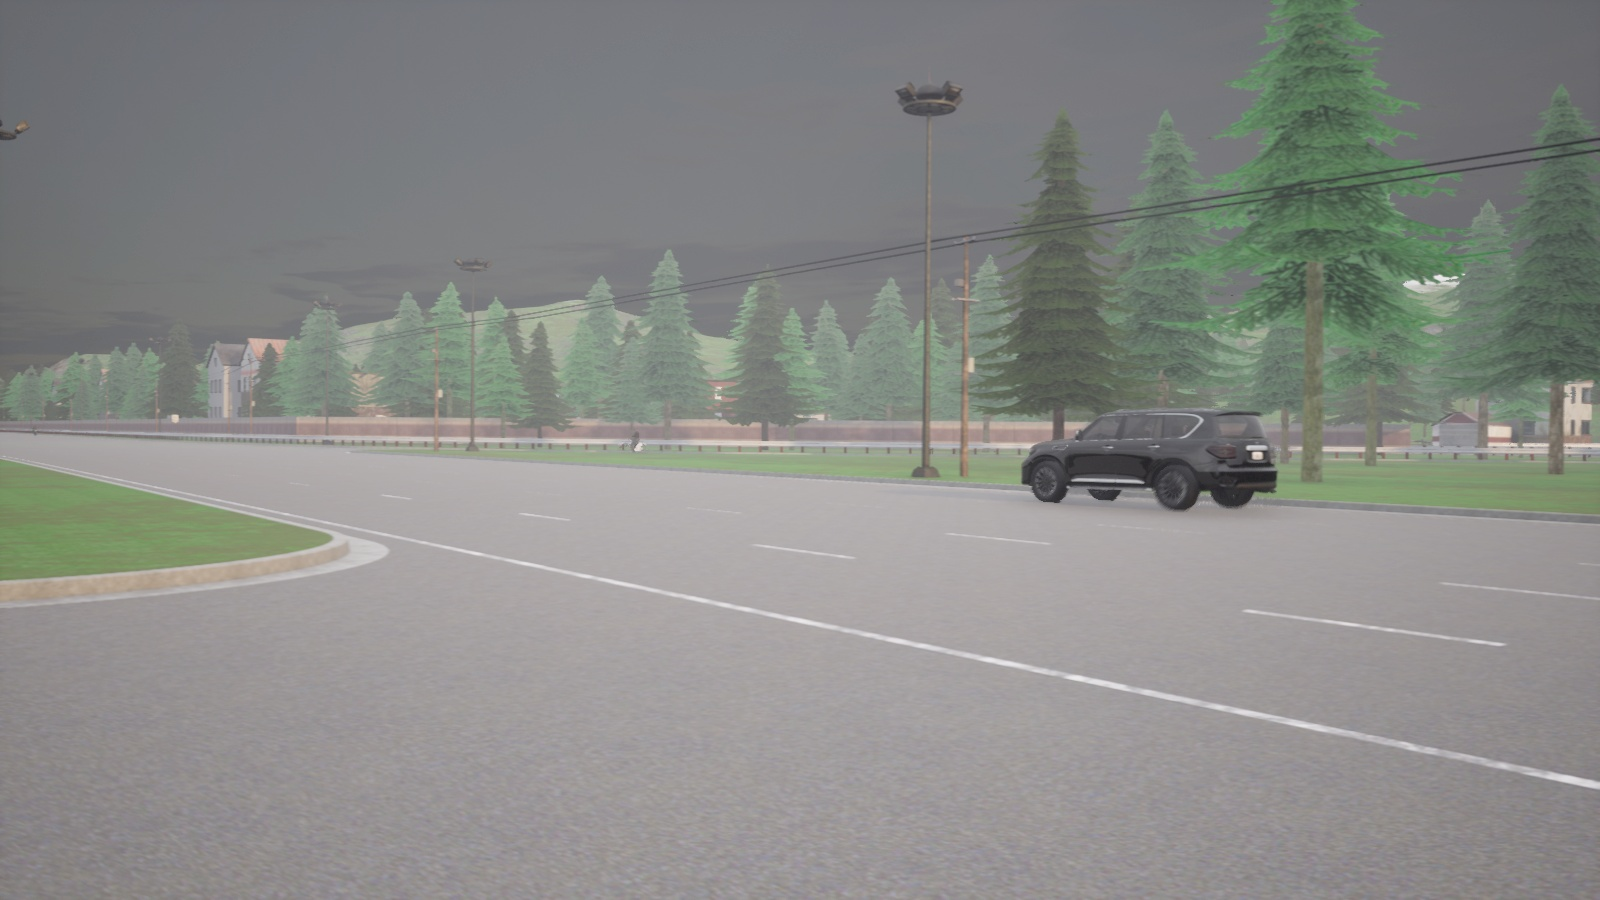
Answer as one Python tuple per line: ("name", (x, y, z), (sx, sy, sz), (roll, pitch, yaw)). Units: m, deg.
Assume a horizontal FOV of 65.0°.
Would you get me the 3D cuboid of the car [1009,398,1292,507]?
("car", (7.221, 0.021, 26.485), (2.150, 2.045, 5.566), (-1, 1, -37))
